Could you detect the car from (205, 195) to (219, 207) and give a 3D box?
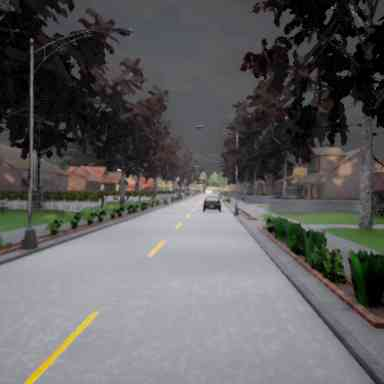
[{"bbox_3d":[2.898,1.269,47.860,1.812,1.442,4.674,1,1,4],"label":"car"}]

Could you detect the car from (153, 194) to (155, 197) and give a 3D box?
[{"bbox_3d":[-11.761,0.707,81.061,5.357,1.415,2.033,1,0,4],"label":"car"}]

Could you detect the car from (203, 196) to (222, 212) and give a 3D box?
[{"bbox_3d":[2.187,1.285,35.823,1.882,1.535,5.008,1,0,4],"label":"car"}]
